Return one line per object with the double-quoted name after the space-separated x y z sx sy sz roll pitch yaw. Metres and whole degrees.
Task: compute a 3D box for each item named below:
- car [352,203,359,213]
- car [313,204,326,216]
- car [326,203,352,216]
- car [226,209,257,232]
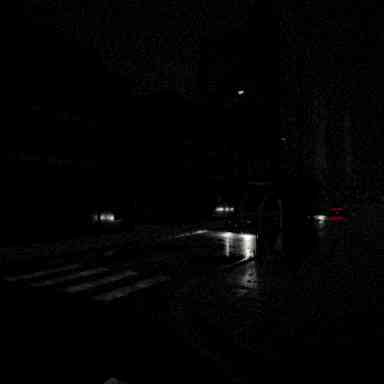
25.356 2.472 53.079 2.128 1.511 4.902 -1 -2 32 "car"
17.031 2.362 44.979 1.837 1.490 4.892 -1 -2 32 "car"
18.816 2.289 42.410 1.837 1.490 4.892 -1 -1 32 "car"
4.145 1.995 24.151 1.812 1.442 4.674 -1 -2 32 "car"
